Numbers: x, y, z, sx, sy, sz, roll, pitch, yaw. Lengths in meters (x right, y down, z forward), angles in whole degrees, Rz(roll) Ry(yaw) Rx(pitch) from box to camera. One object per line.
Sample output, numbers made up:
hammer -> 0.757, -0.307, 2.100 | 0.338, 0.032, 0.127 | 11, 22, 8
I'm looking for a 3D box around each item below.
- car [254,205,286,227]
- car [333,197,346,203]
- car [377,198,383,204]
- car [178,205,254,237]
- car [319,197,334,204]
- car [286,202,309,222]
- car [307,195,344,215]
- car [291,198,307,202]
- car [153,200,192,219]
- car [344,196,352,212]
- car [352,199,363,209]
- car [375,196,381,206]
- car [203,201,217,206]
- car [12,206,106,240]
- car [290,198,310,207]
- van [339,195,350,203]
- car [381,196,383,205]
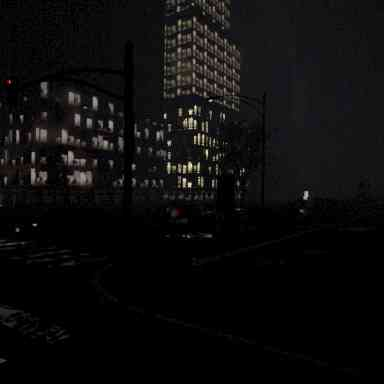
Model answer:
car -> 4.736, 1.736, 23.491 | 1.947, 1.339, 4.313 | 1, 0, 36
car -> 34.699, 1.862, 78.375 | 1.752, 1.417, 4.829 | 1, 0, 36
car -> 44.840, 2.047, 77.999 | 2.008, 1.369, 4.403 | 1, 0, 36
car -> 1.479, 1.696, 19.081 | 2.008, 1.369, 4.403 | 1, 0, 36
car -> 28.204, 1.849, 69.581 | 1.947, 1.339, 4.313 | 1, 0, 36
car -> 7.992, 1.778, 27.899 | 1.802, 1.307, 4.206 | 1, 0, 36
car -> 15.228, 1.569, 37.765 | 2.192, 1.841, 5.009 | 1, 0, 36
car -> 15.396, 1.680, 47.729 | 1.882, 1.535, 5.008 | 1, 0, 37
car -> -1.581, 1.480, 29.474 | 1.967, 1.590, 4.097 | 1, 0, 36
car -> 18.498, 1.720, 42.251 | 1.967, 1.590, 4.097 | 1, 0, 36
car -> 25.052, 1.773, 51.209 | 1.967, 1.590, 4.097 | 1, 0, 36
car -> 35.046, 1.940, 64.741 | 1.752, 1.417, 4.829 | 1, 0, 36
car -> 2.041, 1.598, 29.794 | 1.837, 1.490, 4.892 | 1, 1, 36
car -> -6.785, 1.518, 17.544 | 2.128, 1.511, 4.902 | 1, 0, 33
car -> 18.209, 1.726, 56.050 | 1.752, 1.417, 4.829 | 1, 0, 36
van -> 38.100, 1.706, 82.977 | 1.690, 1.788, 3.998 | 1, 0, 36
car -> 41.544, 1.784, 73.534 | 2.192, 1.841, 5.009 | 1, 0, 36
